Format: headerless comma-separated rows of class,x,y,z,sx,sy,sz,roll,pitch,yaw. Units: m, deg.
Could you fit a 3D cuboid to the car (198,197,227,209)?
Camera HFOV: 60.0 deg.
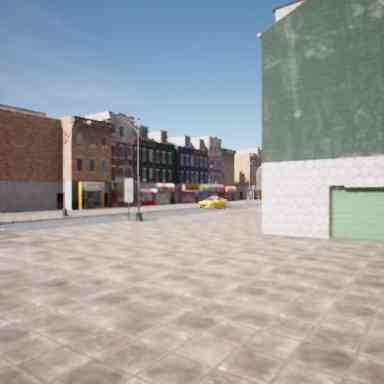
car,2.697,1.365,42.546,1.882,1.535,5.008,0,0,36
